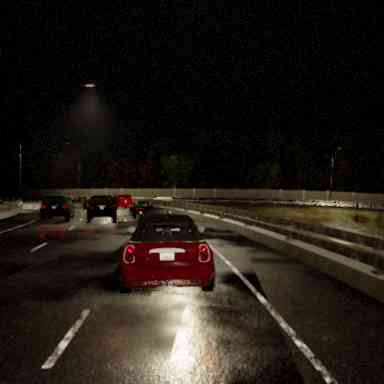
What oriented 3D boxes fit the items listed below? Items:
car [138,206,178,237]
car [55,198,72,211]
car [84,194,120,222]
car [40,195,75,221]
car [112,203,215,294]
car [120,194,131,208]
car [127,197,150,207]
[{"bbox_3d":[-2.048,1.579,19.000,1.994,1.385,4.181,0,0,-10],"label":"car"},{"bbox_3d":[-16.487,1.551,42.408,1.837,1.490,4.892,0,0,-23],"label":"car"},{"bbox_3d":[-7.168,1.249,26.535,2.150,2.045,5.566,0,0,-15],"label":"car"},{"bbox_3d":[-11.044,1.253,27.499,2.150,2.045,5.566,0,0,-15],"label":"car"},{"bbox_3d":[-0.684,1.359,9.030,2.097,1.767,4.553,0,0,-5],"label":"car"},{"bbox_3d":[-9.196,1.262,43.186,2.150,2.045,5.566,0,0,-23],"label":"car"},{"bbox_3d":[-4.557,1.531,30.089,1.837,1.490,4.892,0,0,-15],"label":"car"}]
